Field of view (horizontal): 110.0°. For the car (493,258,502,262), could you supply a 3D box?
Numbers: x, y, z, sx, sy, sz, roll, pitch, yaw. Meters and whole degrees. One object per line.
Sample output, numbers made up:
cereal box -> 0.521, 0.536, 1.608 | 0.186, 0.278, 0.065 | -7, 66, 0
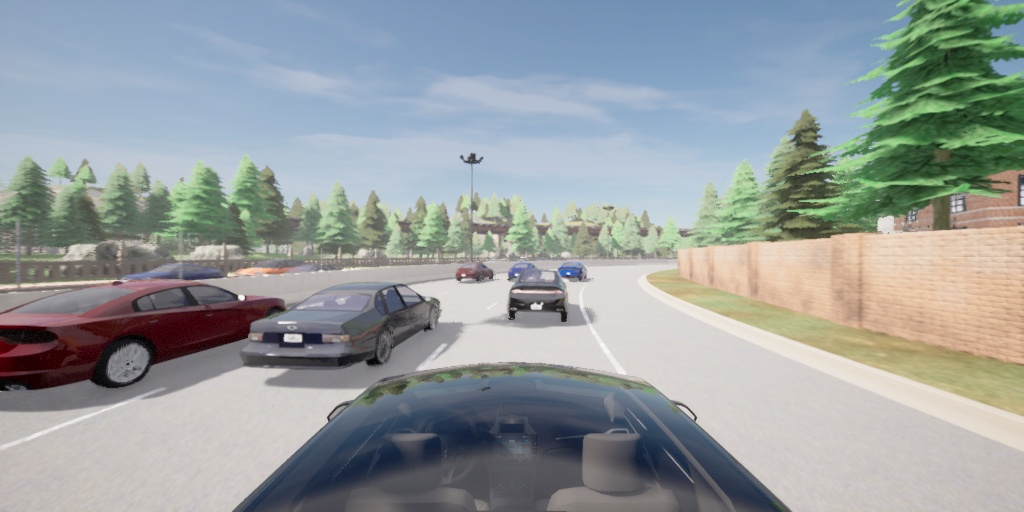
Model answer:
car -> -3.308, 1.138, 60.534 | 1.812, 1.442, 4.674 | 0, 0, 33

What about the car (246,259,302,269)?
car -> -15.127, 0.996, 22.771 | 2.097, 1.767, 4.553 | 0, 0, 12

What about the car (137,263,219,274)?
car -> -19.174, 1.158, 20.447 | 1.812, 1.442, 4.674 | 0, 0, 11

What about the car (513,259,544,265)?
car -> 1.039, 1.223, 28.654 | 1.812, 1.442, 4.674 | 0, 0, 17

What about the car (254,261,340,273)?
car -> -11.950, 1.208, 21.303 | 2.033, 1.411, 5.357 | 0, 0, 11

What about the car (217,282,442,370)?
car -> -3.089, 1.272, 7.881 | 2.033, 1.411, 5.357 | 0, 0, 5

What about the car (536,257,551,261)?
car -> 4.814, 0.999, 60.006 | 2.097, 1.767, 4.553 | 0, 0, 35

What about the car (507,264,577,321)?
car -> 0.977, 1.223, 12.505 | 2.128, 1.511, 4.902 | 0, 0, 7

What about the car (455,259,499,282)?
car -> -2.848, 1.209, 27.937 | 1.812, 1.442, 4.674 | 0, 0, 16

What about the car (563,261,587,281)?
car -> 5.104, 1.189, 29.871 | 1.882, 1.535, 5.008 | 0, 0, 18

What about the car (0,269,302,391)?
car -> -6.590, 1.190, 6.854 | 1.882, 1.535, 5.008 | 0, 0, 3
